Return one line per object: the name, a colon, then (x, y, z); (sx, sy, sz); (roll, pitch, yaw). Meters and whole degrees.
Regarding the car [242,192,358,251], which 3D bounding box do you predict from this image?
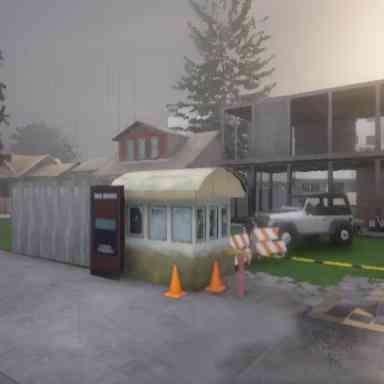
car: (3.870, 0.942, 11.707); (3.866, 1.878, 1.905); (0, 0, -19)
